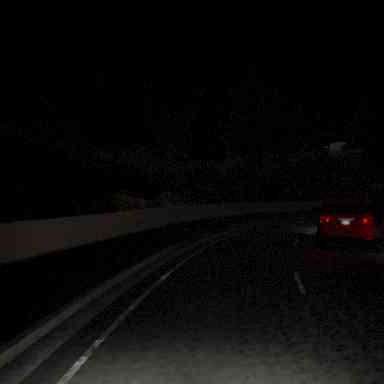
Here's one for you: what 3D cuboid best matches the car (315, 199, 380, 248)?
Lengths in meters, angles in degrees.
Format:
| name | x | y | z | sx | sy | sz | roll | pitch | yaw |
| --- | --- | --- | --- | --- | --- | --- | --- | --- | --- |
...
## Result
| name | x | y | z | sx | sy | sz | roll | pitch | yaw |
| --- | --- | --- | --- | --- | --- | --- | --- | --- | --- |
| car | 7.106 | 1.325 | 15.693 | 2.150 | 2.045 | 5.566 | 0 | 0 | 22 |

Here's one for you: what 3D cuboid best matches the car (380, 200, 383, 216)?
| name | x | y | z | sx | sy | sz | roll | pitch | yaw |
| --- | --- | --- | --- | --- | --- | --- | --- | --- | --- |
| car | 18.161 | 1.566 | 31.435 | 4.553 | 1.767 | 2.097 | 0 | 0 | -44 |
